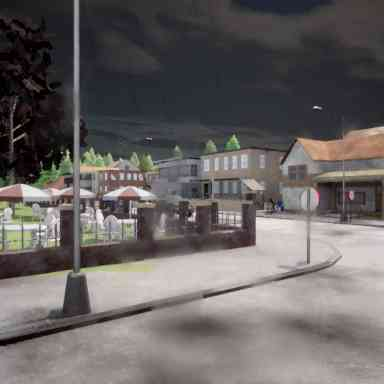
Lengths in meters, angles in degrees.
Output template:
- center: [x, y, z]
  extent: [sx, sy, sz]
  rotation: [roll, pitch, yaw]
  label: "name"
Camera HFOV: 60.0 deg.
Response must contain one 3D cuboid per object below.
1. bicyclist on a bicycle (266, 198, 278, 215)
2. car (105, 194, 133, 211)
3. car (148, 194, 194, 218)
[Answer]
- center: [7.541, 1.352, 31.423]
  extent: [1.656, 1.620, 0.582]
  rotation: [0, 0, -35]
  label: "bicyclist on a bicycle"
- center: [-9.116, 1.225, 40.374]
  extent: [2.150, 2.045, 5.566]
  rotation: [0, 0, -35]
  label: "car"
- center: [-2.091, 1.223, 30.476]
  extent: [2.150, 2.045, 5.566]
  rotation: [0, 0, -35]
  label: "car"
